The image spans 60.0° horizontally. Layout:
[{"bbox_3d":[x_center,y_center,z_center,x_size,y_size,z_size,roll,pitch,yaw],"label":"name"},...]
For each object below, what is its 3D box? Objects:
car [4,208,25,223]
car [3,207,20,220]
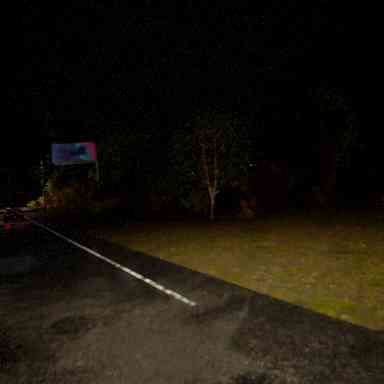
[{"bbox_3d":[-20.361,2.639,38.155,1.882,1.535,5.008,-3,0,-30],"label":"car"},{"bbox_3d":[-25.233,2.918,46.489,1.882,1.535,5.008,-3,0,-30],"label":"car"}]
